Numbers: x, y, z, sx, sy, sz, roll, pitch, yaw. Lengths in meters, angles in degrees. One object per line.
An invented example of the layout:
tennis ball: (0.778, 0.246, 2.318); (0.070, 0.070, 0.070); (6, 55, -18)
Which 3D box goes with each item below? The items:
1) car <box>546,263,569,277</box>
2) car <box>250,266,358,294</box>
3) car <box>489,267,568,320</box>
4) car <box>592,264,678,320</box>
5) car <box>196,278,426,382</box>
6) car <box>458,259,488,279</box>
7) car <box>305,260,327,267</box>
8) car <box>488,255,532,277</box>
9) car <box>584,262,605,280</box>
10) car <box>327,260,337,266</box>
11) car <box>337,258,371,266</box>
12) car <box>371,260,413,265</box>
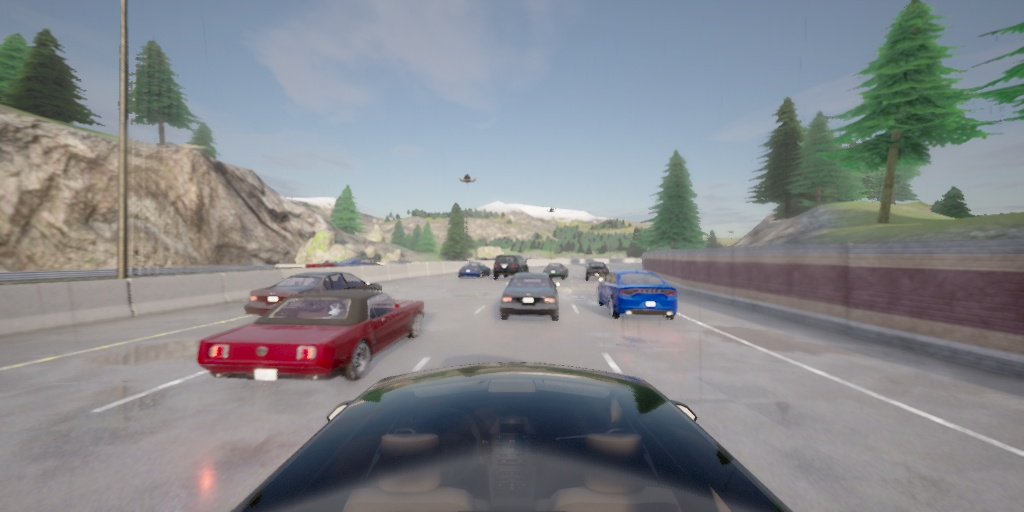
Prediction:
car: (3.868, 1.278, 31.467); (1.994, 1.385, 4.181); (0, 0, 13)
car: (-6.356, 1.228, 12.354); (2.033, 1.411, 5.357); (0, 0, 5)
car: (0.685, 1.279, 12.530); (2.033, 1.411, 5.357); (0, 0, 5)
car: (4.274, 1.235, 12.904); (1.882, 1.535, 5.008); (0, 0, 6)
car: (-3.203, 1.316, 7.062); (1.895, 1.301, 4.718); (0, 0, 3)
car: (-3.222, 1.225, 31.891); (1.994, 1.385, 4.181); (0, 0, 13)
car: (-22.291, 1.099, 42.898); (1.895, 1.301, 4.718); (0, 0, 15)
car: (-0.025, 0.909, 30.314); (2.150, 2.045, 5.566); (0, 0, 12)
car: (7.267, 1.245, 30.688); (1.837, 1.490, 4.892); (0, 0, 13)
car: (-18.829, 1.002, 42.252); (1.882, 1.535, 5.008); (0, 0, 16)
car: (-16.150, 1.152, 38.833); (1.895, 1.301, 4.718); (0, 0, 15)
car: (-12.479, 1.125, 39.095); (2.033, 1.411, 5.357); (0, 0, 15)
